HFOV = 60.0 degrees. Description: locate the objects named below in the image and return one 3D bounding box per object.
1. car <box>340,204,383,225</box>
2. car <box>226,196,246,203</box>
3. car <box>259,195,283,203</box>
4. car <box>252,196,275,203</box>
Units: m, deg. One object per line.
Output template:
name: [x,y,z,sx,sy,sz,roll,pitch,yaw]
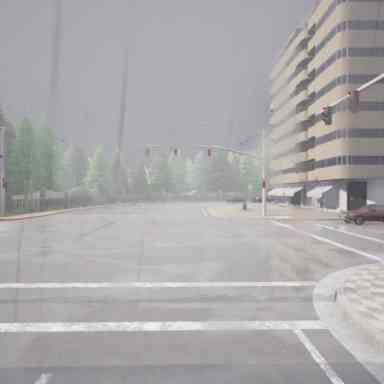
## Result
car: [13.186,1.580,24.031,4.674,1.442,1.812,0,0,-1]
car: [9.036,1.489,67.674,4.902,1.511,2.128,0,0,-42]
car: [17.571,1.523,73.656,4.902,1.511,2.128,0,0,-23]
car: [14.256,1.523,67.777,4.674,1.442,1.812,0,0,-34]
